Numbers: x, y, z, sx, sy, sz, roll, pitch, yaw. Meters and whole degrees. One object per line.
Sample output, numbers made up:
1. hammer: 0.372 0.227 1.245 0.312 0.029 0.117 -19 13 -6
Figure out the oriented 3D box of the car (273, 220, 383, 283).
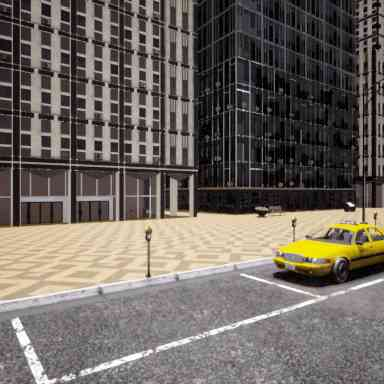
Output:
1. car: 4.407 1.526 9.653 4.829 1.417 1.752 0 0 -35
